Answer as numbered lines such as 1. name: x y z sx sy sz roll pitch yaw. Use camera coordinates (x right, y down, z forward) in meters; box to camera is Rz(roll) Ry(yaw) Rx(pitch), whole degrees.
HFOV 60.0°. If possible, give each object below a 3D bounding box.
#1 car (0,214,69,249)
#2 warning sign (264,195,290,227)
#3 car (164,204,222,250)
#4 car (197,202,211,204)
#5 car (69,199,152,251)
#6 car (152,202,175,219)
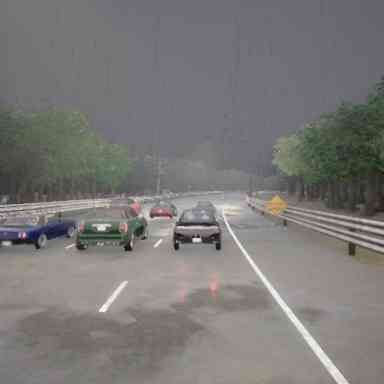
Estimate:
1. car: -6.730 1.607 14.485 1.895 1.301 4.718 0 0 2
2. warning sign: 5.063 1.095 19.901 1.300 1.860 1.060 0 0 3
3. car: 0.264 1.485 14.201 2.128 1.511 4.902 0 0 2
4. car: 1.063 1.535 28.858 1.994 1.385 4.181 0 0 4
5. car: -3.235 1.357 14.297 2.097 1.767 4.553 0 0 2
6. car: -2.428 1.535 29.113 1.994 1.385 4.181 0 0 4
